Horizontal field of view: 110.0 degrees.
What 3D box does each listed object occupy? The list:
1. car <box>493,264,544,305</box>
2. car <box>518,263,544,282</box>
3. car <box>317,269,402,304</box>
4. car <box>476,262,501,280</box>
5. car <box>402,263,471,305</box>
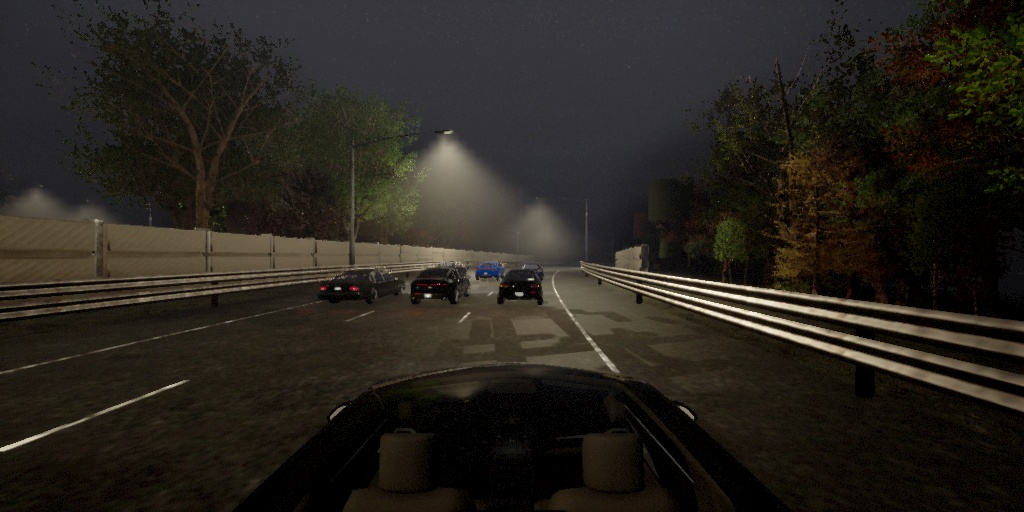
[{"bbox_3d":[0.421,1.282,15.911,1.812,1.442,4.674,0,0,3],"label":"car"},{"bbox_3d":[1.692,1.322,30.340,1.994,1.385,4.181,0,0,7],"label":"car"},{"bbox_3d":[-6.567,1.310,16.320,2.033,1.411,5.357,0,0,3],"label":"car"},{"bbox_3d":[-1.784,1.232,30.749,1.882,1.535,5.008,0,0,7],"label":"car"},{"bbox_3d":[-3.073,1.264,16.116,1.837,1.490,4.892,0,0,3],"label":"car"}]
